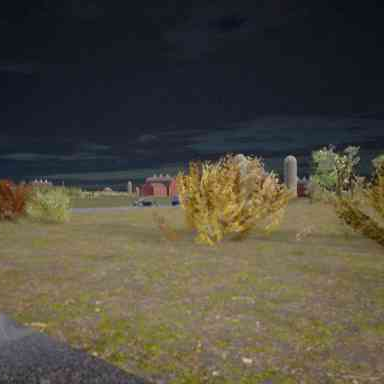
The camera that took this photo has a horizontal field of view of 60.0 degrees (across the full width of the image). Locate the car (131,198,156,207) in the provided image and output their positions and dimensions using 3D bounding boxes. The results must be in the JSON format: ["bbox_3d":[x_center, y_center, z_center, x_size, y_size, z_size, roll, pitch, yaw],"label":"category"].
[{"bbox_3d":[-8.378,1.814,57.364,1.837,1.490,4.892,-1,-2,36],"label":"car"}]

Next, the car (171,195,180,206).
[{"bbox_3d":[-1.454,1.563,60.813,2.150,2.045,5.566,-1,-1,36],"label":"car"}]
